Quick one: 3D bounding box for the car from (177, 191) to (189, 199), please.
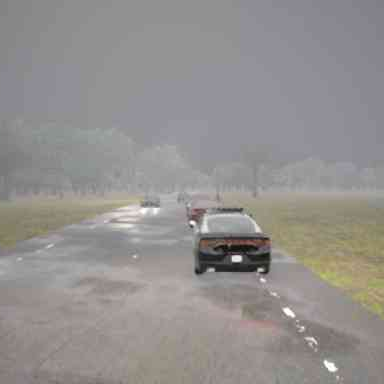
[{"bbox_3d":[-1.676,0.513,61.334,2.128,1.511,4.902,0,1,-2],"label":"car"}]

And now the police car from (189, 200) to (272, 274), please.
[{"bbox_3d":[0.971,1.256,10.084,1.930,1.638,5.238,0,1,-1],"label":"police car"}]

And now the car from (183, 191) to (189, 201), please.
[{"bbox_3d":[0.565,0.923,25.992,2.097,1.767,4.553,0,1,-2],"label":"car"}]

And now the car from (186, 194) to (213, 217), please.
[{"bbox_3d":[0.758,1.147,20.009,1.882,1.535,5.008,0,1,-2],"label":"car"}]

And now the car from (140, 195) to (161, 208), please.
[{"bbox_3d":[-4.413,0.983,35.923,1.994,1.385,4.181,0,1,-2],"label":"car"}]

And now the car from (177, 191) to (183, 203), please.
[{"bbox_3d":[-1.151,0.726,47.408,2.128,1.511,4.902,0,1,-2],"label":"car"}]
